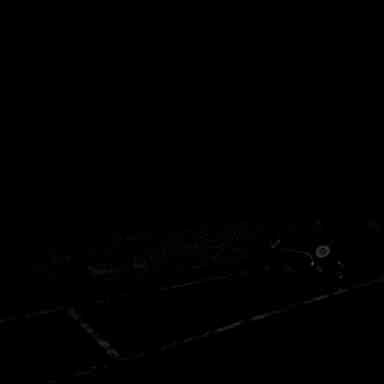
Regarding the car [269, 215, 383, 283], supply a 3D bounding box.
[{"bbox_3d":[4.096,1.437,9.571,4.097,1.590,1.967,0,0,-36],"label":"car"}]
